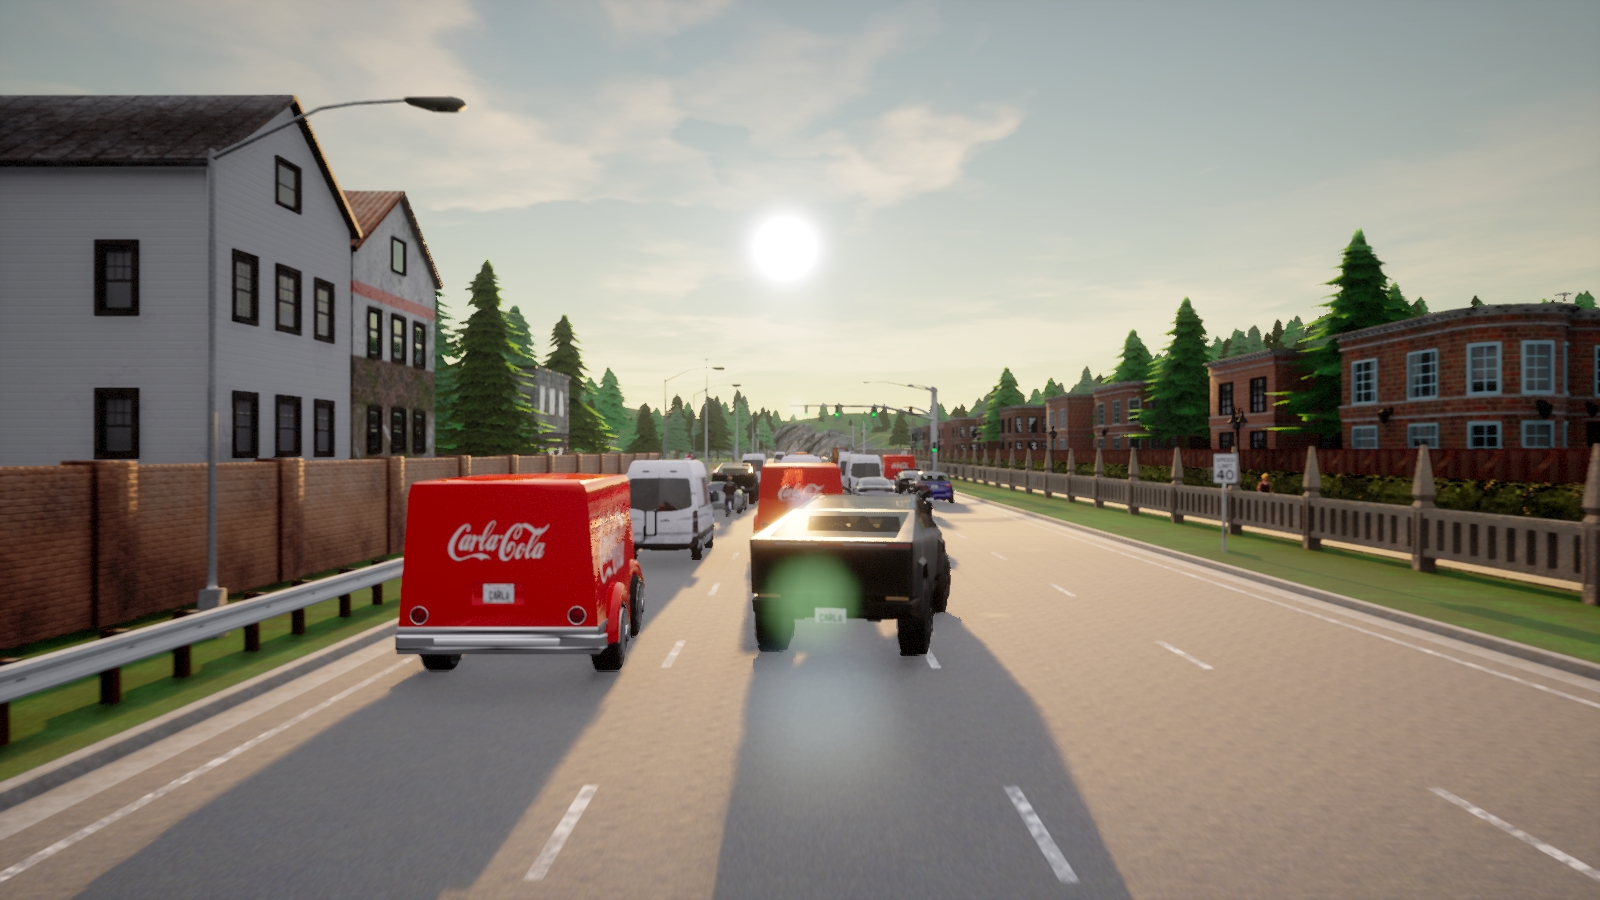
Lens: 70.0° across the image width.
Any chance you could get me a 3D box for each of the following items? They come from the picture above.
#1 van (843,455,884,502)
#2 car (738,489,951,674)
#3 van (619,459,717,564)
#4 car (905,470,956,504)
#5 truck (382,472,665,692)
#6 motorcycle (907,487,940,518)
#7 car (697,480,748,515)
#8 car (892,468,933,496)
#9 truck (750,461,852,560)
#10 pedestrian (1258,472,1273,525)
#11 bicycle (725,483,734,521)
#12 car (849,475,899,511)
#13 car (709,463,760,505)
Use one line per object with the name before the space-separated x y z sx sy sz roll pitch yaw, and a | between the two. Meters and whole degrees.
van | 3.577 1.555 65.172 1.988 2.561 5.915 0 0 0
car | 0.958 1.759 17.586 2.390 2.098 6.274 0 0 11
van | -3.477 1.544 31.147 1.988 2.561 5.915 0 0 0
car | 7.052 1.987 61.993 2.242 1.667 4.611 0 0 0
truck | -3.486 1.569 15.742 2.627 2.467 5.204 0 0 0
motorcycle | 5.260 2.220 48.791 0.867 1.251 2.209 0 0 -10
car | -3.501 2.135 52.207 1.994 1.385 4.181 0 0 0
car | 7.062 2.005 72.485 2.097 1.638 5.238 0 0 0
truck | 0.027 1.581 31.923 2.627 2.467 5.204 0 0 0
pedestrian | 16.432 1.714 40.301 0.375 1.860 0.375 0 0 0
bicycle | -2.843 2.075 46.002 0.329 1.471 1.835 0 0 -5
car | 3.547 2.052 55.512 2.097 1.535 5.006 0 0 0
car | -3.447 1.773 61.573 2.390 2.098 6.274 0 0 0
